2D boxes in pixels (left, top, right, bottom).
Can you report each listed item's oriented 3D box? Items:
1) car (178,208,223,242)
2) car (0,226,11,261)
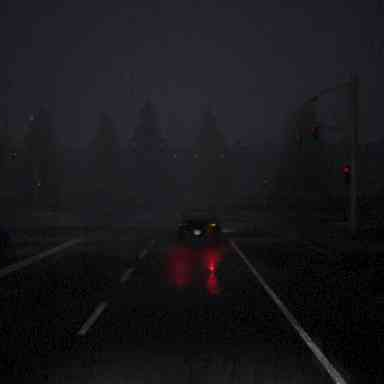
[{"bbox_3d":[0.465,1.488,16.103,1.812,1.442,4.674,0,0,7],"label":"car"},{"bbox_3d":[-7.004,1.500,9.438,1.812,1.442,4.674,0,0,0],"label":"car"}]
